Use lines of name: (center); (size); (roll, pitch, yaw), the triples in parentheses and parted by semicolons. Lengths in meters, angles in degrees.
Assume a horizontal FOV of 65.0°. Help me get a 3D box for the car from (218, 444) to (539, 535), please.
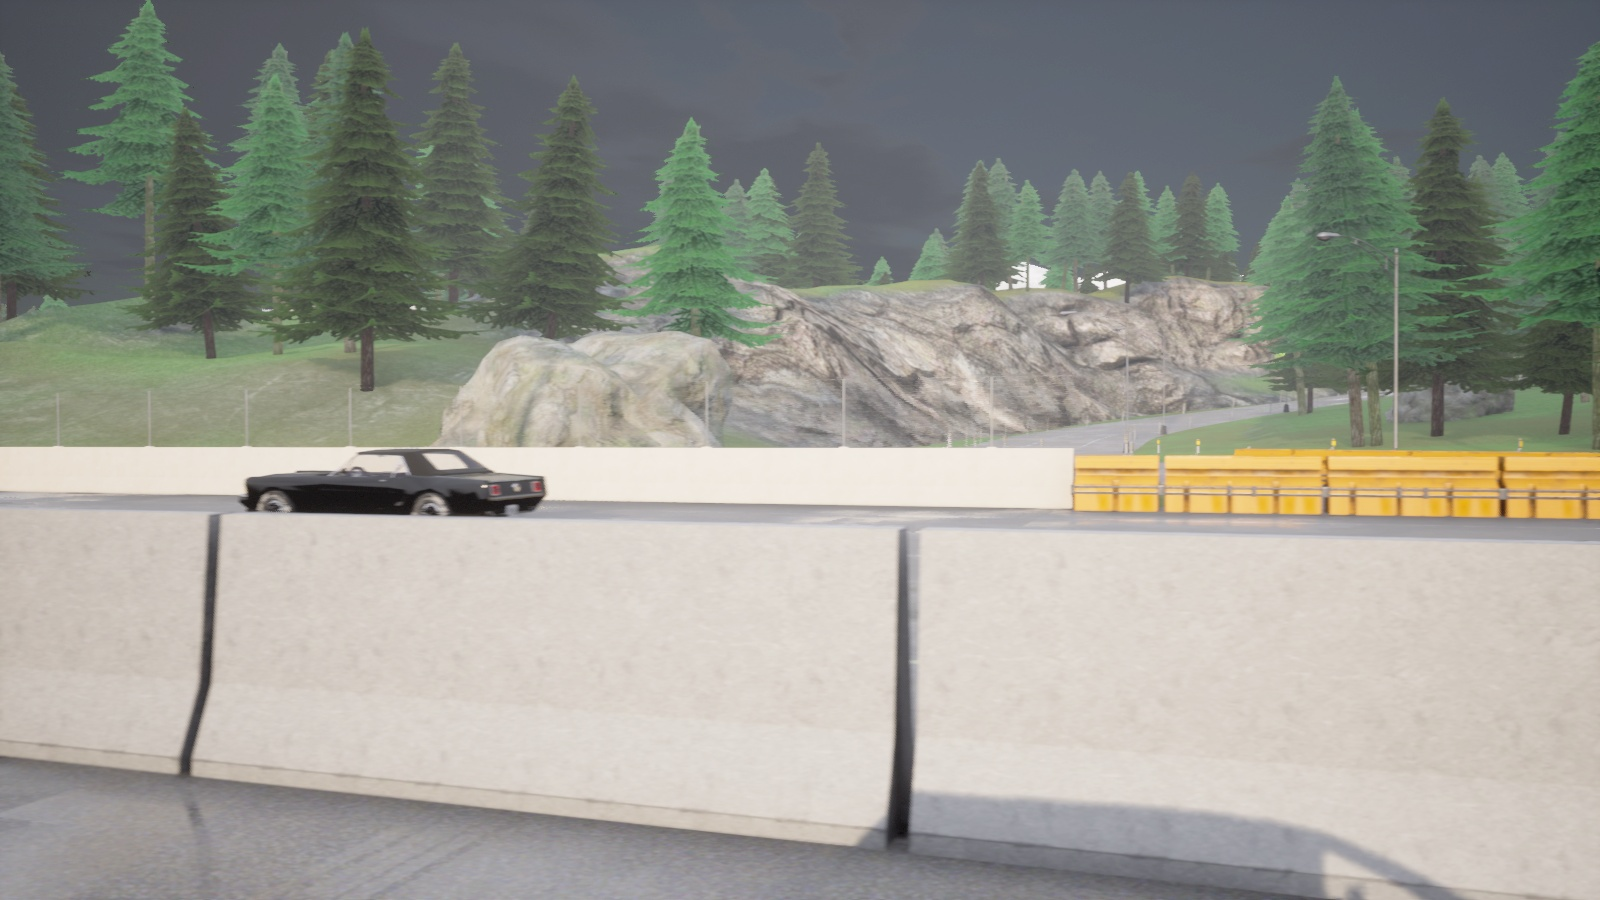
car: (-6.781, 0.577, 20.246); (4.718, 1.301, 1.895); (1, 1, 19)
